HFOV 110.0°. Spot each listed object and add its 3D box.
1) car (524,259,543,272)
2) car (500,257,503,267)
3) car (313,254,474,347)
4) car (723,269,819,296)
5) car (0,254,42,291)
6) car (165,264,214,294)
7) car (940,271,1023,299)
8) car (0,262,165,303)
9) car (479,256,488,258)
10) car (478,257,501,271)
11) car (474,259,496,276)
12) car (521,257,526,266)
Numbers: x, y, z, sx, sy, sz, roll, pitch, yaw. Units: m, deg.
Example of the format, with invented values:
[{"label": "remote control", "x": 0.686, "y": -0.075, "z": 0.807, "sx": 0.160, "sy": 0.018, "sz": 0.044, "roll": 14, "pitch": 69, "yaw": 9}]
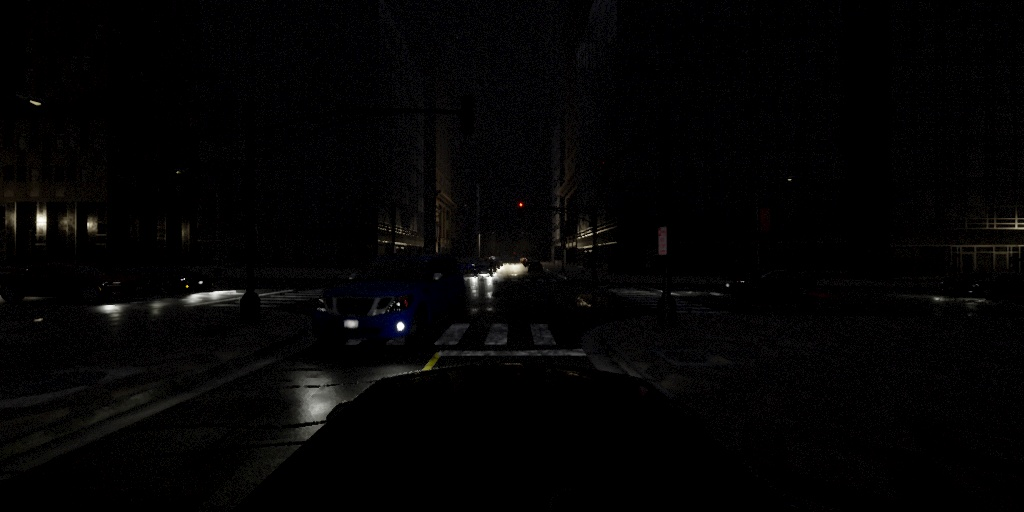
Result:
[{"label": "car", "x": 2.889, "y": 1.321, "z": 45.049, "sx": 1.948, "sy": 1.339, "sz": 4.313, "roll": 0, "pitch": 0, "yaw": 0}, {"label": "car", "x": -2.784, "y": 1.273, "z": 56.207, "sx": 1.812, "sy": 1.442, "sz": 4.674, "roll": 0, "pitch": 0, "yaw": 0}, {"label": "car", "x": -2.825, "y": 0.975, "z": 9.761, "sx": 2.150, "sy": 2.045, "sz": 5.566, "roll": -1, "pitch": 0, "yaw": 7}, {"label": "car", "x": 15.101, "y": 1.484, "z": 21.045, "sx": 4.902, "sy": 1.511, "sz": 2.128, "roll": 1, "pitch": 0, "yaw": -1}, {"label": "car", "x": -27.025, "y": 0.773, "z": 17.835, "sx": 4.553, "sy": 1.767, "sz": 2.097, "roll": 1, "pitch": 0, "yaw": 0}, {"label": "car", "x": -17.416, "y": 1.108, "z": 17.776, "sx": 4.181, "sy": 1.385, "sz": 1.994, "roll": 1, "pitch": 0, "yaw": 0}, {"label": "car", "x": 28.203, "y": 1.646, "z": 20.958, "sx": 5.008, "sy": 1.535, "sz": 1.882, "roll": 1, "pitch": 0, "yaw": 0}, {"label": "car", "x": -17.607, "y": 1.004, "z": 14.527, "sx": 5.008, "sy": 1.535, "sz": 1.882, "roll": 1, "pitch": 0, "yaw": 0}, {"label": "car", "x": -5.523, "y": 1.181, "z": 62.051, "sx": 1.967, "sy": 1.591, "sz": 4.097, "roll": 0, "pitch": 0, "yaw": 0}, {"label": "car", "x": -2.866, "y": 1.246, "z": 46.307, "sx": 2.128, "sy": 1.511, "sz": 4.902, "roll": 0, "pitch": 0, "yaw": 0}, {"label": "car", "x": -2.923, "y": 1.284, "z": 37.190, "sx": 1.812, "sy": 1.442, "sz": 4.674, "roll": 0, "pitch": 0, "yaw": 0}, {"label": "car", "x": 3.001, "y": 1.323, "z": 61.997, "sx": 1.802, "sy": 1.307, "sz": 4.207, "roll": 0, "pitch": 0, "yaw": 0}]
